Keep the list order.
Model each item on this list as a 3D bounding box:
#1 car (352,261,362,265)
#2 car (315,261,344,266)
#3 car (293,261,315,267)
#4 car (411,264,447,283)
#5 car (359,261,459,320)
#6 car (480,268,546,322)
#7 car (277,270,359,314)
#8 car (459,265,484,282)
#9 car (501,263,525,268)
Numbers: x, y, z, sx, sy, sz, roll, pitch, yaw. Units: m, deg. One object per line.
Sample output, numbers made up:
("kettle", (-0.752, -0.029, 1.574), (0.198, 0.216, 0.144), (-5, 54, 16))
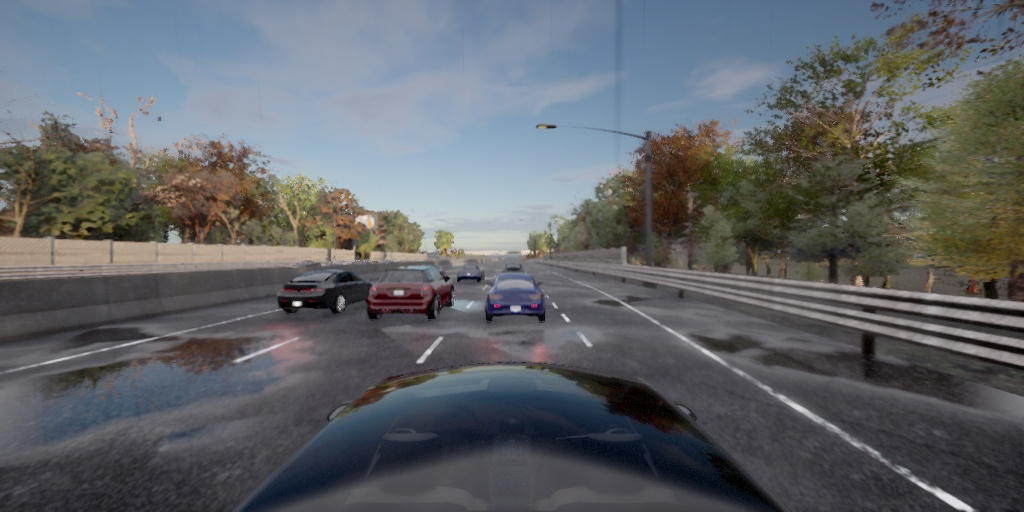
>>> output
("car", (-21.048, 1.396, 50.474), (2.128, 1.511, 4.902), (0, 0, 0))
("car", (-24.551, 1.502, 49.378), (1.895, 1.301, 4.718), (0, 0, 0))
("car", (-28.048, 1.392, 49.209), (2.128, 1.511, 4.902), (0, 0, 0))
("car", (-6.891, 1.395, 30.226), (1.994, 1.385, 4.181), (0, 0, 0))
("car", (-3.397, 1.131, 12.891), (2.097, 1.767, 4.553), (0, 0, 0))
("car", (0.103, 1.302, 12.250), (1.812, 1.442, 4.674), (0, 0, 0))
("car", (-6.896, 1.286, 13.926), (1.837, 1.490, 4.892), (0, 0, 0))
("car", (-3.392, 1.395, 30.064), (1.994, 1.385, 4.181), (0, 0, 0))
("car", (0.108, 1.334, 29.650), (1.837, 1.490, 4.892), (0, 0, 0))
